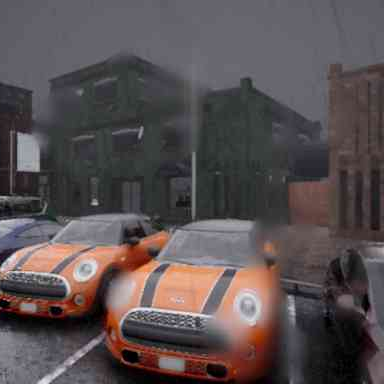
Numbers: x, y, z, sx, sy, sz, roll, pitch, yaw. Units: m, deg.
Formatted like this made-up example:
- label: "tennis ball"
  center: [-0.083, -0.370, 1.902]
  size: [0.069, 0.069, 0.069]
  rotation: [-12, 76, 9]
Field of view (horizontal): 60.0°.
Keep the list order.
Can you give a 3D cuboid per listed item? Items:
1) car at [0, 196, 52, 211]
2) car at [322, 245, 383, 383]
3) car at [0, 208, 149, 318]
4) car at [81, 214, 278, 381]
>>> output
- label: "car"
  center: [-6.926, 1.159, 11.061]
  size: [2.435, 2.045, 5.566]
  rotation: [1, -1, 16]
- label: "car"
  center: [2.808, 1.515, 4.054]
  size: [2.163, 1.488, 4.792]
  rotation: [1, 0, 16]
- label: "car"
  center: [-2.049, 1.321, 7.611]
  size: [2.185, 1.767, 4.553]
  rotation: [1, 0, 16]
- label: "car"
  center: [0.390, 1.341, 5.861]
  size: [2.185, 1.767, 4.553]
  rotation: [1, 0, 16]
